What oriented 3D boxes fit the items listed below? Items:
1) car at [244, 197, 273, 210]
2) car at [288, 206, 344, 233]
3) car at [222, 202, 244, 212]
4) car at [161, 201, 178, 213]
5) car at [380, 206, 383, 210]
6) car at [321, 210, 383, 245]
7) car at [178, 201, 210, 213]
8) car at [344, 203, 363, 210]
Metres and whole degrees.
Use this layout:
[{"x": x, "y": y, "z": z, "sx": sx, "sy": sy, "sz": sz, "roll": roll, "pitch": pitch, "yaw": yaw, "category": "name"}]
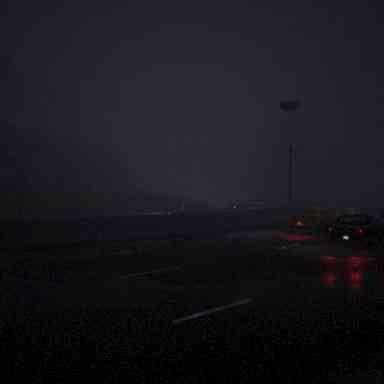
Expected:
[{"x": 8.835, "y": 1.665, "z": 42.560, "sx": 2.150, "sy": 2.045, "sz": 5.566, "roll": 0, "pitch": -1, "yaw": 25, "category": "car"}, {"x": 7.962, "y": 1.717, "z": 21.578, "sx": 1.882, "sy": 1.535, "sz": 5.008, "roll": 0, "pitch": -1, "yaw": 40, "category": "car"}, {"x": 5.576, "y": 2.042, "z": 43.854, "sx": 1.895, "sy": 1.301, "sz": 4.718, "roll": 0, "pitch": -1, "yaw": 25, "category": "car"}, {"x": -2.216, "y": 1.915, "z": 44.033, "sx": 1.837, "sy": 1.490, "sz": 4.892, "roll": 0, "pitch": -1, "yaw": 28, "category": "car"}, {"x": 19.581, "y": 1.920, "z": 32.597, "sx": 1.812, "sy": 1.442, "sz": 4.674, "roll": 0, "pitch": -1, "yaw": 29, "category": "car"}, {"x": 8.481, "y": 1.797, "z": 16.778, "sx": 1.895, "sy": 1.301, "sz": 4.718, "roll": 0, "pitch": -1, "yaw": 42, "category": "car"}, {"x": 0.584, "y": 1.879, "z": 41.867, "sx": 1.882, "sy": 1.535, "sz": 5.008, "roll": 0, "pitch": -1, "yaw": 28, "category": "car"}, {"x": 16.862, "y": 1.930, "z": 34.920, "sx": 1.812, "sy": 1.442, "sz": 4.674, "roll": 0, "pitch": -1, "yaw": 28, "category": "car"}]
